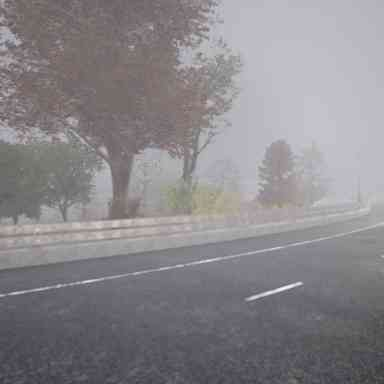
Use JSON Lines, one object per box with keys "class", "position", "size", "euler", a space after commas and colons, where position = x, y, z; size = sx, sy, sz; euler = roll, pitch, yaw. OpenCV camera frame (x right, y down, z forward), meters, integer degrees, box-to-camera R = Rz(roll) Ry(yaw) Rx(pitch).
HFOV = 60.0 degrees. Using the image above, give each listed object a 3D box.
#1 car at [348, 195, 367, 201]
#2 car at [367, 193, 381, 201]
{"class": "car", "position": [39.722, 1.547, 80.834], "size": [2.033, 1.411, 5.357], "euler": [0, 0, 4]}
{"class": "car", "position": [43.199, 1.355, 80.424], "size": [2.097, 1.767, 4.553], "euler": [0, 0, 4]}
